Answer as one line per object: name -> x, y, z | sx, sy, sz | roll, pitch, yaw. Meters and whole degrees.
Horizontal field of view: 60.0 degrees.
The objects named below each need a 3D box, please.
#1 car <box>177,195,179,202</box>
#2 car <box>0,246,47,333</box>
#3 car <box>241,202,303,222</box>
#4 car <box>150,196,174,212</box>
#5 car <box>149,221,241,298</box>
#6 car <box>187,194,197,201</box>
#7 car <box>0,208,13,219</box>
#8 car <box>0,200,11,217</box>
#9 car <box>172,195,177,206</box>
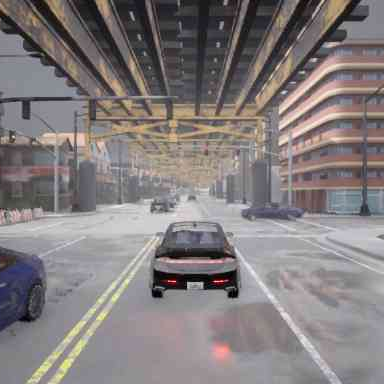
car -> -3.598, 1.515, 56.996 | 1.812, 1.442, 4.674 | 0, 0, 0
car -> -3.618, 1.526, 4.540 | 1.812, 1.442, 4.674 | 0, 0, 0
car -> 6.189, 1.525, 25.885 | 4.674, 1.442, 1.812 | 0, 0, 8
car -> -3.607, 1.491, 37.948 | 2.128, 1.511, 4.902 | 0, 0, 0
car -> 0.071, 1.492, 8.480 | 2.128, 1.511, 4.902 | 0, 0, 0
car -> -0.021, 1.348, 78.434 | 1.837, 1.490, 4.892 | 0, 1, 0
car -> -16.769, 1.453, 25.955 | 4.974, 1.542, 2.038 | 0, 0, -20
car -> -16.817, 1.295, 25.937 | 4.536, 1.218, 1.853 | 0, 0, -20
car -> -3.606, 1.350, 47.111 | 2.097, 1.767, 4.553 | 0, 0, 0
